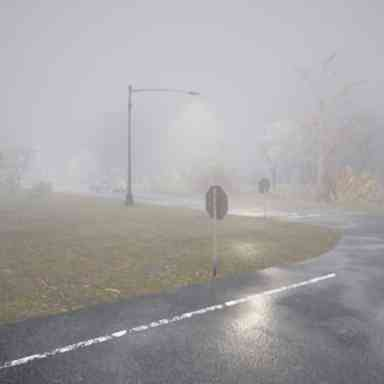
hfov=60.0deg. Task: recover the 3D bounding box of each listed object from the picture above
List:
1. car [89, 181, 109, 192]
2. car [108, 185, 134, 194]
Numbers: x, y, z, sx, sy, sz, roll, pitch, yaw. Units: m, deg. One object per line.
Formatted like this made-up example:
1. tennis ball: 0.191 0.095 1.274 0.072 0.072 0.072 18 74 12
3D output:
1. car: -16.809 -1.049 60.512 2.150 2.045 5.566 -1 2 -36
2. car: -10.972 -0.348 52.403 1.895 1.301 4.718 -1 2 -36
